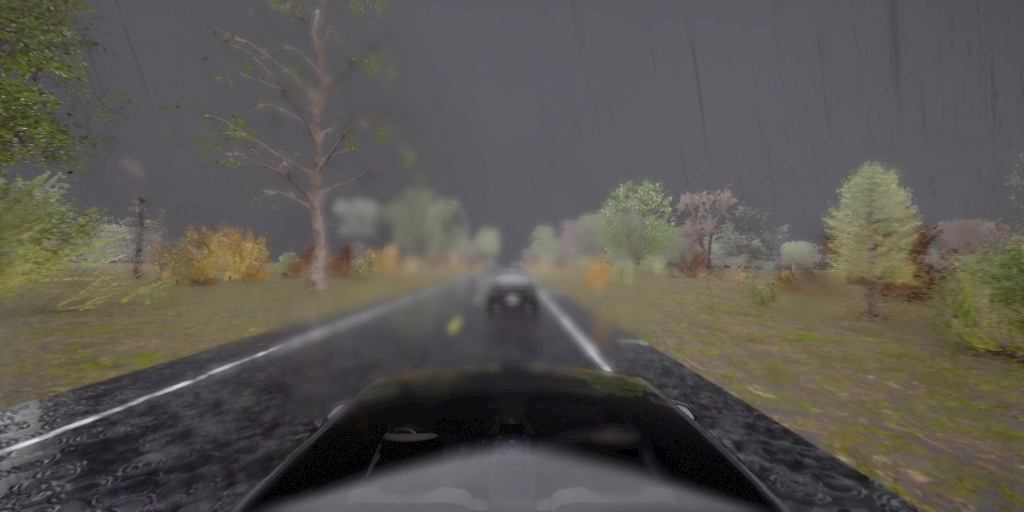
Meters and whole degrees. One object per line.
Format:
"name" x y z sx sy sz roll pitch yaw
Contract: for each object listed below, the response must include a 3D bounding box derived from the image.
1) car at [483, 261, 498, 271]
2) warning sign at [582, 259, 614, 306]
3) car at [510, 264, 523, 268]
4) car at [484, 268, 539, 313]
"car" -3.536 1.869 60.401 2.150 2.045 5.566 0 -1 1
"warning sign" 3.552 1.050 14.745 1.300 1.860 1.060 0 0 0
"car" 0.050 1.656 29.151 1.837 1.490 4.892 0 -1 0
"car" 0.054 1.416 14.958 1.882 1.535 5.008 0 -1 0
